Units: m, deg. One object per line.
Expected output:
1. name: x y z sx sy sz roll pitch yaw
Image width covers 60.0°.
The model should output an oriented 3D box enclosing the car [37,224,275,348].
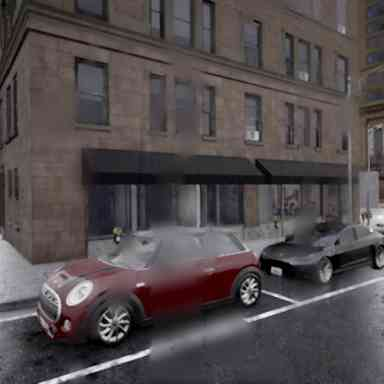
1. car: -0.641 1.437 6.211 4.097 1.590 1.967 0 -1 -36

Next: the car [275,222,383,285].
1. car: 3.836 1.558 9.416 4.313 1.339 1.947 0 -1 -36
